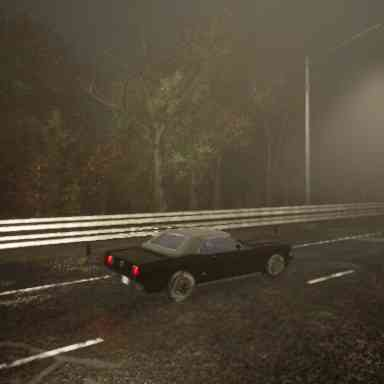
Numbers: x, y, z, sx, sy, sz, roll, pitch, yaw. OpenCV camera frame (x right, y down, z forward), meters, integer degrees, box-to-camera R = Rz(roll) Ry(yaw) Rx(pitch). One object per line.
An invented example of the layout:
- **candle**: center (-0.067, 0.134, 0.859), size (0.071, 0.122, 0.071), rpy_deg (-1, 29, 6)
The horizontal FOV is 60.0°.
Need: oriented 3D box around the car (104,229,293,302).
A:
- **car**: center (0.384, 1.582, 8.316), size (4.718, 1.301, 1.895), rpy_deg (0, 0, -36)
